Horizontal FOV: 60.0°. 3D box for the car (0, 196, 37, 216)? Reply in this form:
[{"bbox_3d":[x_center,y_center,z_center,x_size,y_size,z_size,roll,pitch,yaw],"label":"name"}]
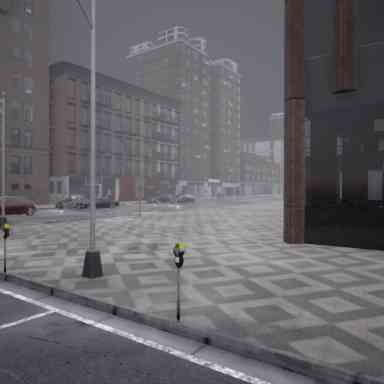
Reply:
[{"bbox_3d":[-15.265,1.124,27.106,2.097,1.767,4.553,0,1,36],"label":"car"}]

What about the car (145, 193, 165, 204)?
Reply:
[{"bbox_3d":[-4.553,0.943,47.555,1.837,1.490,4.892,0,1,36],"label":"car"}]

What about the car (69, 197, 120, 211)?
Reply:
[{"bbox_3d":[-9.896,1.243,34.578,1.895,1.301,4.718,0,1,36],"label":"car"}]

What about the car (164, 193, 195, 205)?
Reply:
[{"bbox_3d":[-1.315,0.966,46.489,1.812,1.442,4.674,0,1,36],"label":"car"}]

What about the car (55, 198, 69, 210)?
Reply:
[{"bbox_3d":[-12.701,1.192,36.273,1.994,1.385,4.181,0,1,34],"label":"car"}]
